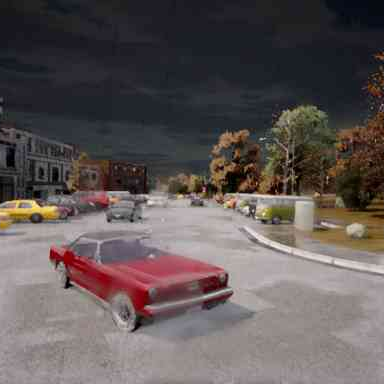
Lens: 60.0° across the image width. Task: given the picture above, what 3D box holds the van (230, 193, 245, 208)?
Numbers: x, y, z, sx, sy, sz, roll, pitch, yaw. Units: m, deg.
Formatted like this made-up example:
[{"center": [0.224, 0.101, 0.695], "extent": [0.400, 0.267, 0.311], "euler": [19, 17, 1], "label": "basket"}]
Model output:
[{"center": [6.768, 1.264, 35.616], "extent": [4.442, 1.987, 1.878], "euler": [2, 0, -19], "label": "van"}]

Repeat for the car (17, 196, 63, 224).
[{"center": [-11.317, 1.211, 21.255], "extent": [5.366, 1.575, 1.946], "euler": [0, 0, -19], "label": "car"}]

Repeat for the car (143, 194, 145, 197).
[{"center": [-10.663, 1.187, 56.516], "extent": [4.892, 1.521, 2.231], "euler": [0, 0, -19], "label": "car"}]

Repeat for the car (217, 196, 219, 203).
[{"center": [7.139, 1.524, 53.335], "extent": [4.792, 1.488, 2.163], "euler": [2, 0, -19], "label": "car"}]

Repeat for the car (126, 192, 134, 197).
[{"center": [-10.812, 1.175, 44.782], "extent": [5.008, 1.535, 2.097], "euler": [0, 0, -19], "label": "car"}]

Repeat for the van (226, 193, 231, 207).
[{"center": [7.066, 1.266, 41.589], "extent": [4.442, 1.987, 1.878], "euler": [2, 0, -19], "label": "van"}]

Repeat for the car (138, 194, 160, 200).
[{"center": [-10.331, 1.227, 79.981], "extent": [4.892, 1.521, 2.231], "euler": [0, 0, -19], "label": "car"}]

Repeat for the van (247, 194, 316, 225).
[{"center": [6.603, 1.290, 23.841], "extent": [4.442, 1.987, 1.878], "euler": [2, 0, -19], "label": "van"}]

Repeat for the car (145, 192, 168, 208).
[{"center": [-4.488, 1.020, 44.487], "extent": [2.150, 2.045, 5.566], "euler": [1, 0, 1], "label": "car"}]

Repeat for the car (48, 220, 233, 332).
[{"center": [-1.381, 1.553, 7.019], "extent": [1.895, 1.301, 4.718], "euler": [1, 0, -40], "label": "car"}]

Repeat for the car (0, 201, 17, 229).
[{"center": [-11.400, 1.231, 15.395], "extent": [5.366, 1.575, 1.946], "euler": [0, 0, -19], "label": "car"}]

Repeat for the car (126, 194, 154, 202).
[{"center": [-10.668, 1.202, 68.185], "extent": [5.366, 1.575, 1.946], "euler": [0, 0, -19], "label": "car"}]

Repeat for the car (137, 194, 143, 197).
[{"center": [-10.727, 1.056, 53.576], "extent": [4.553, 1.767, 2.185], "euler": [0, 0, -19], "label": "car"}]

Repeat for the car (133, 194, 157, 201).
[{"center": [-10.422, 1.217, 74.119], "extent": [4.892, 1.521, 2.231], "euler": [0, 0, -19], "label": "car"}]

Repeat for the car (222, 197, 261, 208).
[{"center": [7.023, 1.488, 47.437], "extent": [4.892, 1.521, 2.231], "euler": [2, 0, -19], "label": "car"}]

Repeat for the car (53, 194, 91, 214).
[{"center": [-11.054, 1.198, 27.183], "extent": [4.892, 1.521, 2.231], "euler": [0, 0, -19], "label": "car"}]

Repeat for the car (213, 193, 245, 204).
[{"center": [7.257, 1.261, 65.087], "extent": [5.566, 2.045, 2.435], "euler": [2, 0, -19], "label": "car"}]

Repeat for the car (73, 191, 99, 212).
[{"center": [-11.053, 1.063, 30.115], "extent": [4.553, 1.767, 2.185], "euler": [0, 0, -19], "label": "car"}]

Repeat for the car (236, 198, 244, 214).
[{"center": [6.791, 1.543, 29.769], "extent": [4.674, 1.452, 2.002], "euler": [2, 0, -19], "label": "car"}]

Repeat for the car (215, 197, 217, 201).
[{"center": [7.259, 1.538, 62.169], "extent": [4.792, 1.488, 2.163], "euler": [2, 0, -19], "label": "car"}]

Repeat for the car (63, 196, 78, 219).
[{"center": [-11.070, 1.235, 24.257], "extent": [4.792, 1.488, 2.163], "euler": [0, 0, -19], "label": "car"}]

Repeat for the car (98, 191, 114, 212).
[{"center": [-11.005, 0.933, 33.037], "extent": [5.566, 2.045, 2.435], "euler": [0, 0, -19], "label": "car"}]

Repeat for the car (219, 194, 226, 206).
[{"center": [6.816, 1.479, 44.429], "extent": [5.366, 1.575, 1.946], "euler": [2, 0, -19], "label": "car"}]

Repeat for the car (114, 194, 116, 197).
[{"center": [-10.942, 1.220, 35.986], "extent": [4.674, 1.452, 2.002], "euler": [0, 0, -19], "label": "car"}]

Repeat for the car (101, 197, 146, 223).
[{"center": [-4.790, 1.338, 24.013], "extent": [1.837, 1.490, 4.892], "euler": [1, 0, 1], "label": "car"}]

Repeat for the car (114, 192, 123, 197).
[{"center": [-10.869, 1.051, 38.923], "extent": [4.553, 1.767, 2.185], "euler": [0, 0, -19], "label": "car"}]

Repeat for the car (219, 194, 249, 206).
[{"center": [7.129, 1.371, 56.259], "extent": [4.553, 1.767, 2.185], "euler": [2, 0, -19], "label": "car"}]

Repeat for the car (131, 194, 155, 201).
[{"center": [-10.458, 1.251, 71.186], "extent": [4.674, 1.452, 2.002], "euler": [0, 0, -19], "label": "car"}]

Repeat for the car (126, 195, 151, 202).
[{"center": [-10.538, 1.241, 65.318], "extent": [4.674, 1.452, 2.002], "euler": [0, 0, -19], "label": "car"}]

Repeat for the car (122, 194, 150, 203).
[{"center": [-10.586, 1.197, 62.388], "extent": [4.892, 1.521, 2.231], "euler": [0, 0, -19], "label": "car"}]

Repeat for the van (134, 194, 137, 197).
[{"center": [-10.669, 0.950, 47.759], "extent": [4.442, 1.987, 1.878], "euler": [0, 0, -19], "label": "van"}]

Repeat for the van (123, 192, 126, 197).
[{"center": [-10.966, 0.949, 41.807], "extent": [4.442, 1.987, 1.878], "euler": [0, 0, -19], "label": "van"}]

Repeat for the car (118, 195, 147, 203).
[{"center": [-10.589, 1.220, 59.462], "extent": [4.792, 1.488, 2.163], "euler": [0, 0, -19], "label": "car"}]

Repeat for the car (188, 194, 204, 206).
[{"center": [0.797, 1.422, 52.173], "extent": [1.812, 1.442, 4.674], "euler": [1, 0, 1], "label": "car"}]

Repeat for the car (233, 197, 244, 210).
[{"center": [6.829, 1.538, 32.714], "extent": [4.674, 1.452, 2.002], "euler": [2, 0, -19], "label": "car"}]

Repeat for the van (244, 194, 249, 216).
[{"center": [6.862, 1.289, 26.871], "extent": [4.442, 1.987, 1.878], "euler": [2, 0, -19], "label": "van"}]

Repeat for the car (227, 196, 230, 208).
[{"center": [6.904, 1.529, 38.608], "extent": [4.674, 1.452, 2.002], "euler": [2, 0, -19], "label": "car"}]

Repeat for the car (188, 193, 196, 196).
[{"center": [0.841, 1.402, 62.444], "extent": [2.128, 1.511, 4.902], "euler": [1, 0, 1], "label": "car"}]
